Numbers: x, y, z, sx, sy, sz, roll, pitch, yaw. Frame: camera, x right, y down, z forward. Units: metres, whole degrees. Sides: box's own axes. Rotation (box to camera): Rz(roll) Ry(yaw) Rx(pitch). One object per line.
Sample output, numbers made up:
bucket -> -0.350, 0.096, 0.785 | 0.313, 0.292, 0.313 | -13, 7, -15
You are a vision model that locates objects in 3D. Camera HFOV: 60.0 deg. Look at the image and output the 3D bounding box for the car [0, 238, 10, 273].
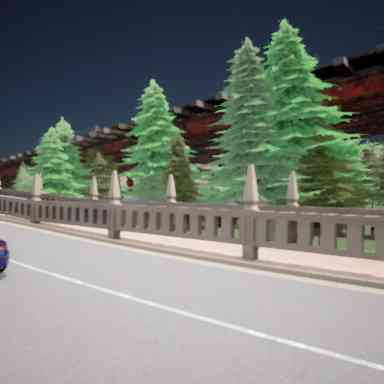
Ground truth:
car -> -6.569, 1.350, 8.786 | 4.674, 1.442, 1.812 | 3, 2, 36
